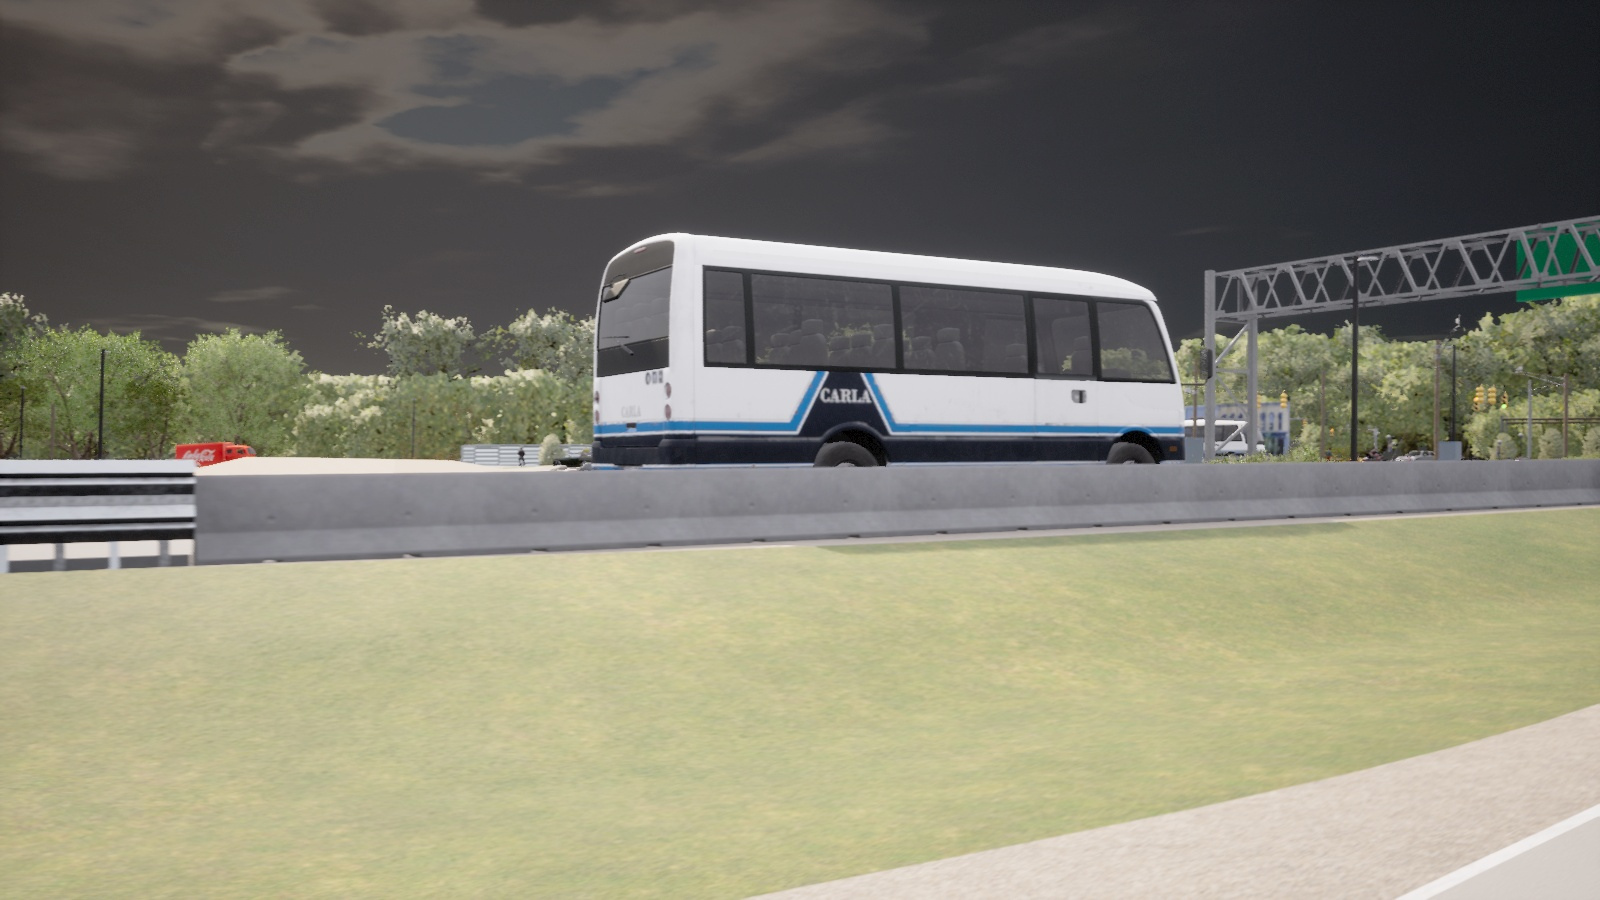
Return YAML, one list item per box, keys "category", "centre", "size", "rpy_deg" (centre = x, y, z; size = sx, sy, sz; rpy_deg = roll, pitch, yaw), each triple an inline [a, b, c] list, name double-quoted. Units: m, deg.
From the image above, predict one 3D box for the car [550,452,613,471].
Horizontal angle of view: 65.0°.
- category: "car"
  centre: [-15.908, 0.871, 91.216]
  size: [4.718, 1.301, 1.895]
  rpy_deg: [-2, -2, 40]

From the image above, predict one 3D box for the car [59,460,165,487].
- category: "car"
  centre: [-41.996, 1.439, 76.806]
  size: [5.357, 1.411, 2.033]
  rpy_deg: [-2, -1, -17]

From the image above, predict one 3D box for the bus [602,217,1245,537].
- category: "bus"
  centre: [2.278, -0.984, 20.961]
  size: [10.273, 4.253, 3.944]
  rpy_deg: [0, 0, -30]
